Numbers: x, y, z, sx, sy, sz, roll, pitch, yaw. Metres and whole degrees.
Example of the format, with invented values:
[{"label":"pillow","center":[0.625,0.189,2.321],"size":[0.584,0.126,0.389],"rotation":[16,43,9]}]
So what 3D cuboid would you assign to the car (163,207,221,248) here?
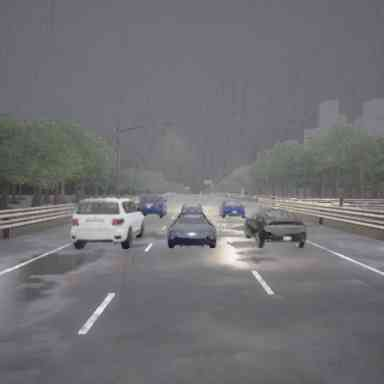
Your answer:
[{"label":"car","center":[0.000,1.572,14.650],"size":[1.994,1.385,4.181],"rotation":[0,0,0]}]

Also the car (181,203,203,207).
[{"label":"car","center":[0.000,1.612,29.680],"size":[1.895,1.301,4.718],"rotation":[0,0,0]}]

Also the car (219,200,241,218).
[{"label":"car","center":[3.500,1.481,29.649],"size":[1.882,1.535,5.008],"rotation":[0,0,0]}]

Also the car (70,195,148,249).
[{"label":"car","center":[-3.500,1.258,14.681],"size":[2.150,2.045,5.566],"rotation":[0,0,0]}]

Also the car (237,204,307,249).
[{"label":"car","center":[3.500,1.495,14.650],"size":[2.128,1.511,4.902],"rotation":[0,0,0]}]

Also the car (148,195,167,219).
[{"label":"car","center":[-3.501,1.253,29.680],"size":[2.150,2.045,5.566],"rotation":[0,0,0]}]
